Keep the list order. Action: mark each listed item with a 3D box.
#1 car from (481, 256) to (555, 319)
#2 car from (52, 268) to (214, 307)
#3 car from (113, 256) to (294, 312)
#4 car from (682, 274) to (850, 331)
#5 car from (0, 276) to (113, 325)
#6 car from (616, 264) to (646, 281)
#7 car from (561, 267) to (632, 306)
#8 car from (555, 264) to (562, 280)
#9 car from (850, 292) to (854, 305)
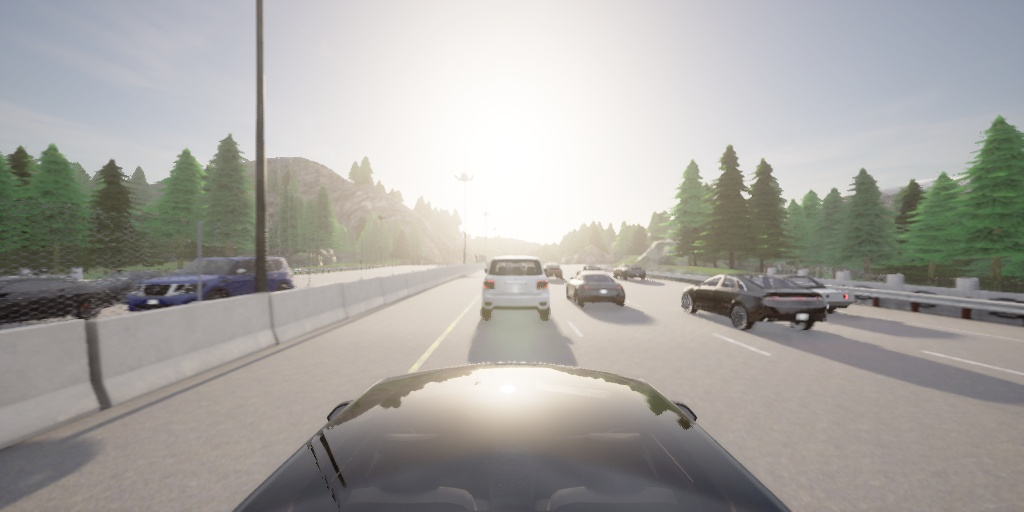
[{"bbox_3d":[0.131,1.024,13.115,2.150,2.045,5.566,0,0,1],"label":"car"},{"bbox_3d":[-17.549,1.359,17.159,2.033,1.411,5.357,0,-1,0],"label":"car"},{"bbox_3d":[-10.573,1.013,13.335,2.150,2.045,5.566,0,0,0],"label":"car"},{"bbox_3d":[7.115,1.291,11.201,2.128,1.511,4.902,0,0,0],"label":"car"},{"bbox_3d":[-14.082,1.293,9.926,1.812,1.442,4.674,0,0,0],"label":"car"},{"bbox_3d":[10.659,1.424,32.857,2.128,1.511,4.902,0,0,0],"label":"car"},{"bbox_3d":[3.625,1.389,16.181,1.994,1.385,4.181,0,0,0],"label":"car"},{"bbox_3d":[3.659,1.435,33.836,1.837,1.490,4.892,0,0,0],"label":"car"},{"bbox_3d":[10.622,1.424,14.377,1.895,1.301,4.718,0,0,0],"label":"car"}]
